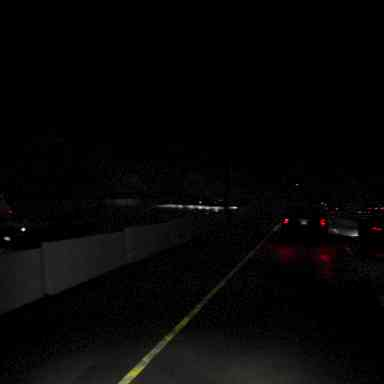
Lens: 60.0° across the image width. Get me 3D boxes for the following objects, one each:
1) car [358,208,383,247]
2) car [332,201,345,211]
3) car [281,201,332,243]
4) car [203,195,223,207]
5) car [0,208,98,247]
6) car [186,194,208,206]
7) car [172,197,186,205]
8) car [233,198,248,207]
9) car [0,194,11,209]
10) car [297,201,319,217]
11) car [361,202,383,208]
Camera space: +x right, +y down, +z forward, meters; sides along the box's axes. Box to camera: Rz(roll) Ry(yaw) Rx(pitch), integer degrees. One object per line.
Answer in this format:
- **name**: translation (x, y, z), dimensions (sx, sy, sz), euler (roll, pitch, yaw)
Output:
- **car**: translation (8.937, 1.682, 15.272), dimensions (1.994, 1.385, 4.181), euler (1, 0, 20)
- **car**: translation (19.630, 1.918, 45.399), dimensions (1.895, 1.301, 4.718), euler (1, 0, 20)
- **car**: translation (5.785, 1.418, 16.985), dimensions (2.097, 1.767, 4.553), euler (1, 0, 20)
- **car**: translation (3.726, 1.602, 53.372), dimensions (1.812, 1.442, 4.674), euler (1, 0, 20)
- **car**: translation (-6.313, 1.482, 14.754), dimensions (1.895, 1.301, 4.718), euler (1, 0, 20)
- **car**: translation (1.447, 1.285, 57.337), dimensions (2.150, 2.045, 5.566), euler (1, 0, 20)
- **car**: translation (-1.863, 1.610, 58.475), dimensions (1.895, 1.301, 4.718), euler (1, 0, 20)
- **car**: translation (8.079, 1.734, 55.131), dimensions (1.994, 1.385, 4.181), euler (1, 0, 20)
- **car**: translation (-10.312, 1.041, 13.933), dimensions (2.150, 2.045, 5.566), euler (1, 0, 20)
- **car**: translation (11.774, 1.709, 33.783), dimensions (1.994, 1.385, 4.181), euler (1, 0, 20)
- **car**: translation (20.986, 1.857, 38.755), dimensions (2.033, 1.411, 5.357), euler (1, 0, 20)
